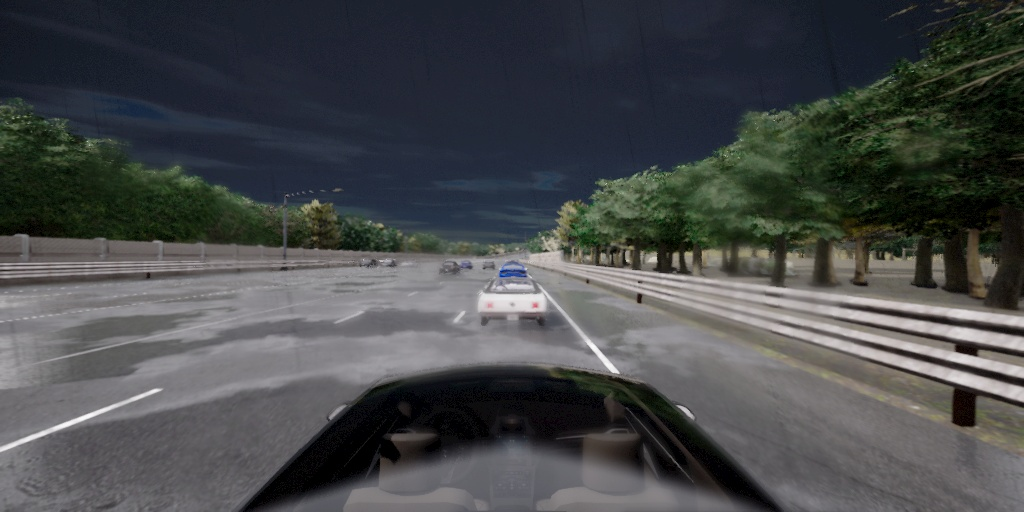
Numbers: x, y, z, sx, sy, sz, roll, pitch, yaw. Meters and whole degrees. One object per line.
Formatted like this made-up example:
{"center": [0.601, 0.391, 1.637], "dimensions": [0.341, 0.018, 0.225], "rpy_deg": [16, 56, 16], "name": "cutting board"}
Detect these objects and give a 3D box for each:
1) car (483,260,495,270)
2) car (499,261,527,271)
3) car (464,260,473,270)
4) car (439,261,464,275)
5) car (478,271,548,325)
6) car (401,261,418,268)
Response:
{"center": [-3.669, 1.407, 57.713], "dimensions": [2.128, 1.511, 4.902], "rpy_deg": [0, 0, -1], "name": "car"}
{"center": [0.070, 1.249, 25.480], "dimensions": [1.882, 1.535, 5.008], "rpy_deg": [0, 0, 0], "name": "car"}
{"center": [-7.141, 1.410, 56.189], "dimensions": [1.812, 1.442, 4.674], "rpy_deg": [0, 0, -2], "name": "car"}
{"center": [-6.903, 1.320, 40.083], "dimensions": [1.812, 1.442, 4.674], "rpy_deg": [0, 0, -1], "name": "car"}
{"center": [0.034, 1.336, 11.708], "dimensions": [1.895, 1.301, 4.718], "rpy_deg": [0, 0, 0], "name": "car"}
{"center": [-17.892, 1.446, 62.629], "dimensions": [1.895, 1.301, 4.718], "rpy_deg": [0, 0, -1], "name": "car"}
